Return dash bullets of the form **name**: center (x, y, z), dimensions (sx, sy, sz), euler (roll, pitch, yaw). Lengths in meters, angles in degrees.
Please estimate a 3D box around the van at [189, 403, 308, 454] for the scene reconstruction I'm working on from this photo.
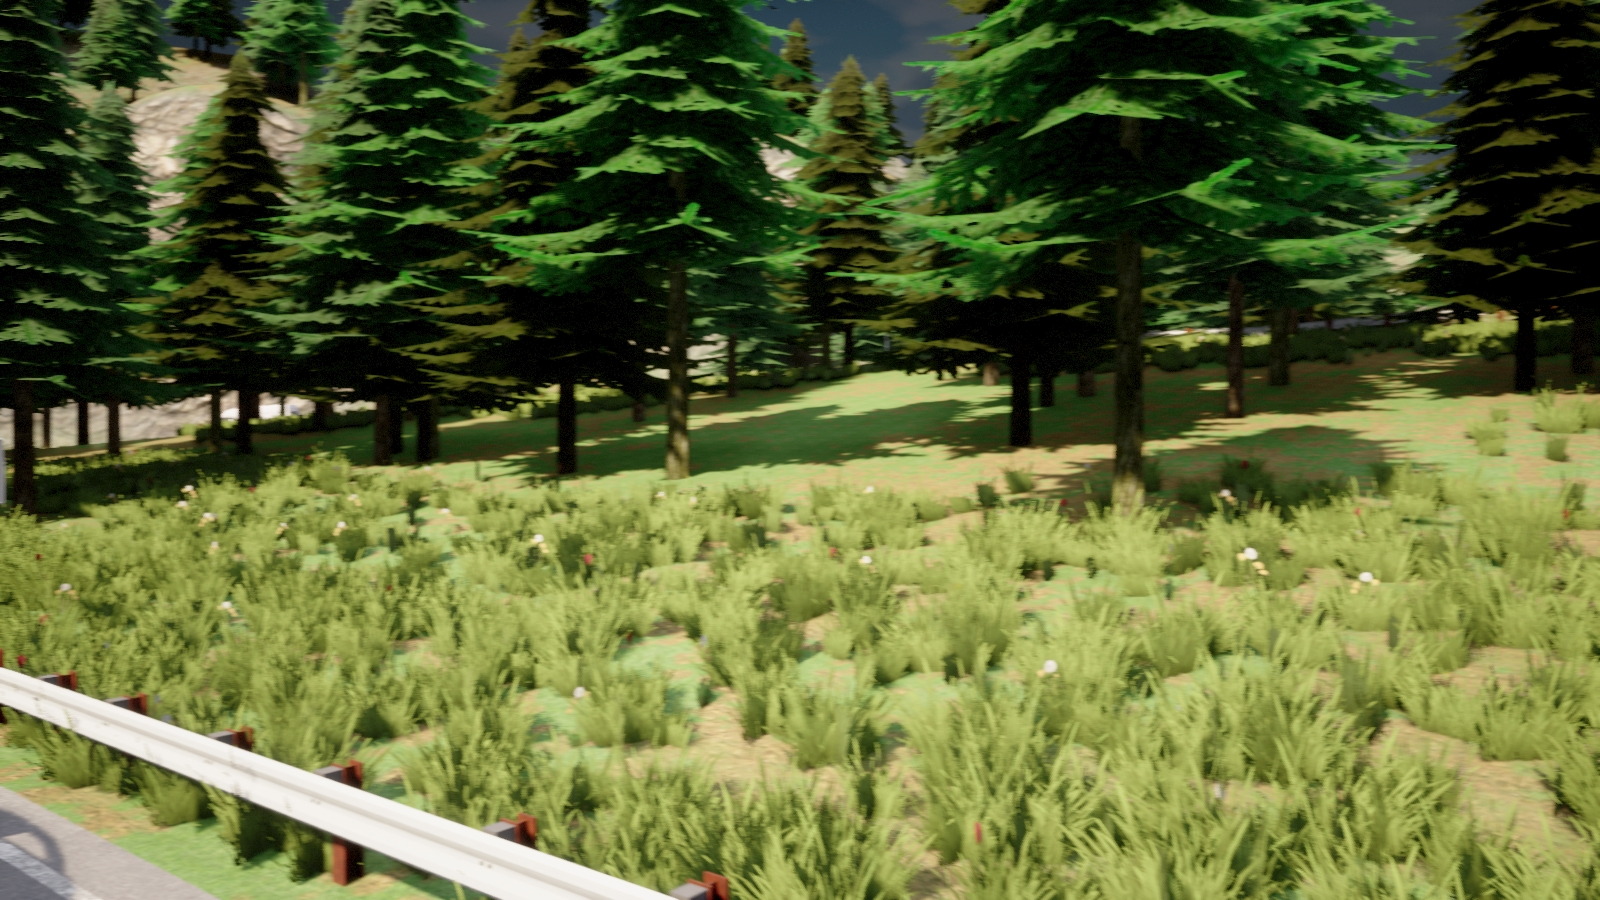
- **van**: center (-33.217, -1.317, 68.945), dimensions (5.915, 2.561, 1.988), euler (-5, 1, -3)
